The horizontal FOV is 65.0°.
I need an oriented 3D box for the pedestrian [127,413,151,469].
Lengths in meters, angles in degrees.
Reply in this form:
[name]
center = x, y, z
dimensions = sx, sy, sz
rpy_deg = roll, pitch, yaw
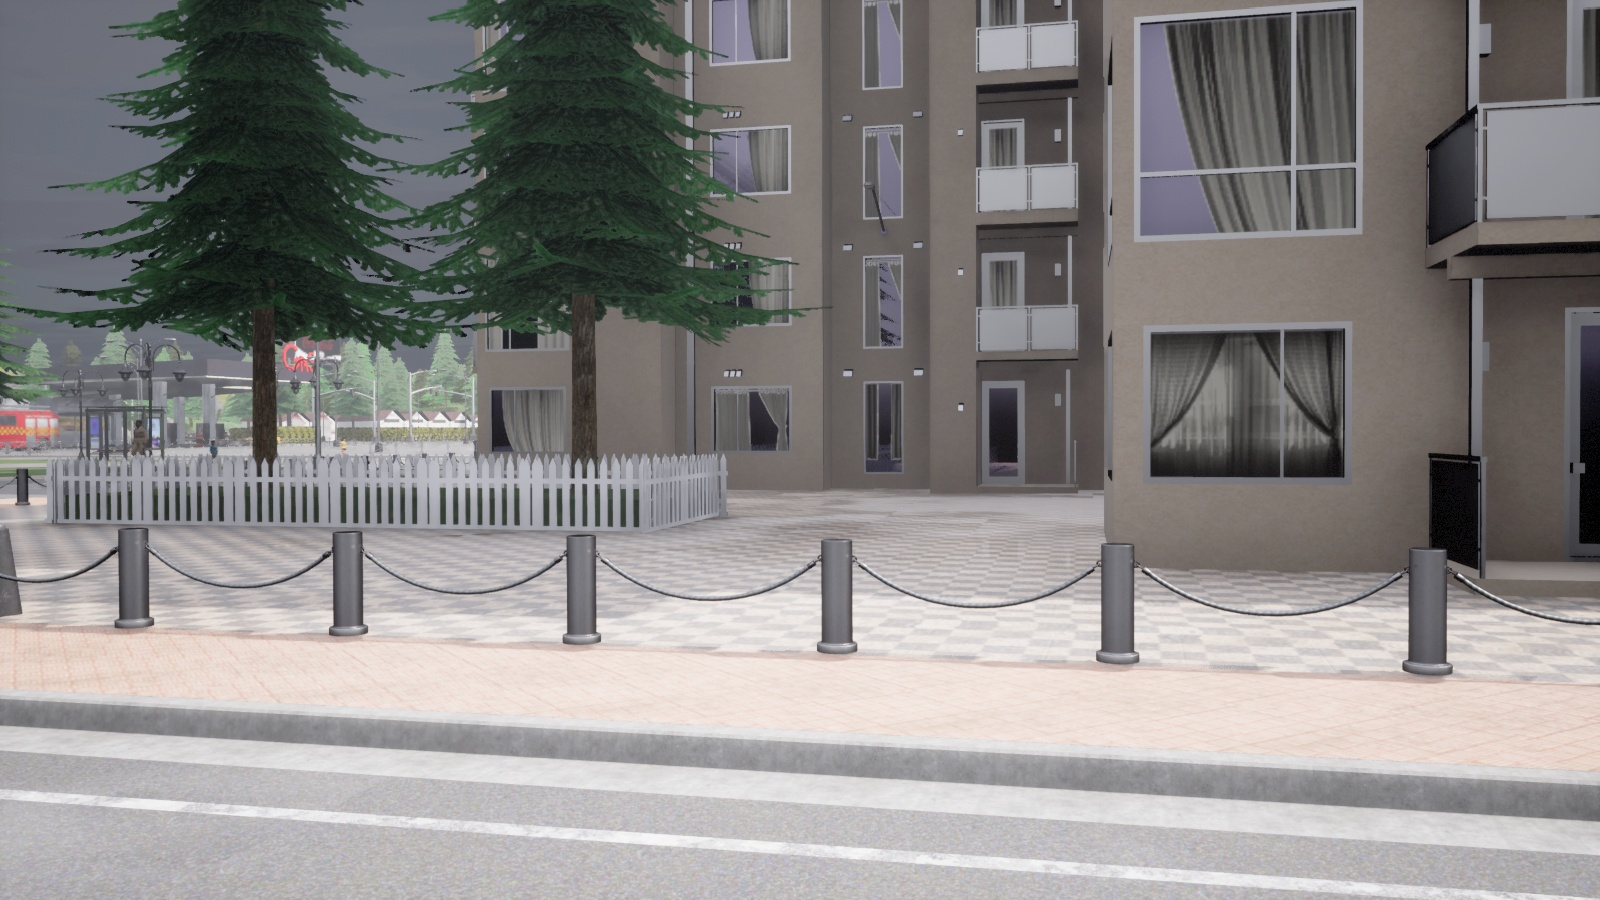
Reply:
[pedestrian]
center = -23.181, -0.320, 44.045
dimensions = 0.396, 1.930, 0.692
rpy_deg = 0, 1, 11
